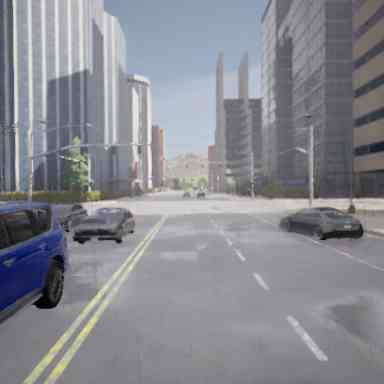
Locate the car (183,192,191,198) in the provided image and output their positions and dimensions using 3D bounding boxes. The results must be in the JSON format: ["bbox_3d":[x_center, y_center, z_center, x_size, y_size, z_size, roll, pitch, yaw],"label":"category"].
[{"bbox_3d":[-1.303,0.648,81.287,2.033,1.411,5.357,-1,1,-1],"label":"car"}]

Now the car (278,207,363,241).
[{"bbox_3d":[5.758,1.393,15.418,1.994,1.385,4.181,0,0,-15],"label":"car"}]

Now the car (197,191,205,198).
[{"bbox_3d":[2.196,0.550,81.343,1.882,1.535,5.008,-1,1,-1],"label":"car"}]

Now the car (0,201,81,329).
[{"bbox_3d":[-3.657,1.205,4.861,2.150,2.045,5.566,-1,1,-1],"label":"car"}]

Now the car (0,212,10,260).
[{"bbox_3d":[-7.211,1.470,8.789,2.128,1.511,4.902,-1,1,-1],"label":"car"}]

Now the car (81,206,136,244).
[{"bbox_3d":[-3.808,1.419,15.526,2.033,1.411,5.357,-1,1,-1],"label":"car"}]

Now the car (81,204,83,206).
[{"bbox_3d":[-7.342,1.376,18.977,1.837,1.490,4.892,-1,1,-1],"label":"car"}]

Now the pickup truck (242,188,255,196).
[{"bbox_3d":[15.213,-0.031,87.560,2.390,2.098,6.274,0,1,30],"label":"pickup truck"}]
